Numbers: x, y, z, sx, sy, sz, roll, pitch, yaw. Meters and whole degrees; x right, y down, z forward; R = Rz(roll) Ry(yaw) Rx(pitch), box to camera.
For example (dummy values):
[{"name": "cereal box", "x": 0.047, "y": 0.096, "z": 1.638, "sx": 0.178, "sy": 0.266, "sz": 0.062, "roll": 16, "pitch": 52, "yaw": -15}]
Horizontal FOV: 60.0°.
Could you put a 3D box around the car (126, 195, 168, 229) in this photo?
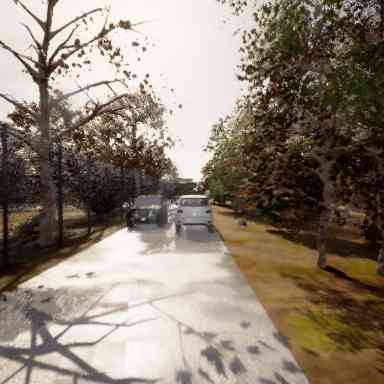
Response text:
[{"name": "car", "x": -2.805, "y": 1.215, "z": 22.002, "sx": 2.150, "sy": 2.045, "sz": 5.566, "roll": 0, "pitch": 0, "yaw": 0}]

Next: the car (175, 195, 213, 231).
[{"name": "car", "x": 0.134, "y": 1.215, "z": 20.597, "sx": 2.150, "sy": 2.045, "sz": 5.566, "roll": 0, "pitch": 0, "yaw": 0}]

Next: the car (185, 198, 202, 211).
[{"name": "car", "x": 0.229, "y": 1.534, "z": 42.548, "sx": 2.033, "sy": 1.411, "sz": 5.357, "roll": 0, "pitch": 0, "yaw": 0}]
